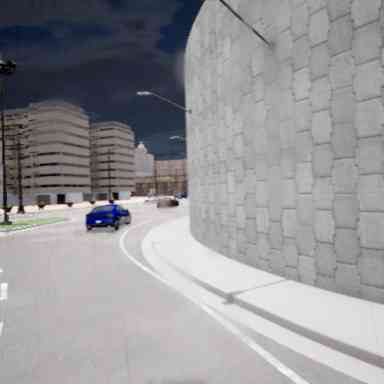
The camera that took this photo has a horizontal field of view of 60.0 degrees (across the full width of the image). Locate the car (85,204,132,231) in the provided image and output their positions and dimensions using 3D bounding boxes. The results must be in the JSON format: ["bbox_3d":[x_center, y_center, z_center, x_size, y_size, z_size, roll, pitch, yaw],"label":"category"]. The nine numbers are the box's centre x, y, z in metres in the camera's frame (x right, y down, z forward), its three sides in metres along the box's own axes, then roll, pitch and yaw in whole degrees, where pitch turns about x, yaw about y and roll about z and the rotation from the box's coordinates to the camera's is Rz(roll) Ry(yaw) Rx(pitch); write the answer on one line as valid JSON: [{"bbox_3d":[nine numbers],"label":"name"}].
[{"bbox_3d":[-5.279,1.540,21.512,1.882,1.535,5.008,-2,0,2],"label":"car"}]

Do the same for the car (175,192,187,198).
[{"bbox_3d":[-2.755,0.936,80.328,2.150,2.045,5.566,-2,0,18],"label":"car"}]

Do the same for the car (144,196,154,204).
[{"bbox_3d":[-7.733,1.467,65.359,1.812,1.442,4.674,-2,0,19],"label":"car"}]

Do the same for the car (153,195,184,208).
[{"bbox_3d":[-3.165,1.457,45.331,1.994,1.385,4.181,-2,0,18],"label":"car"}]
